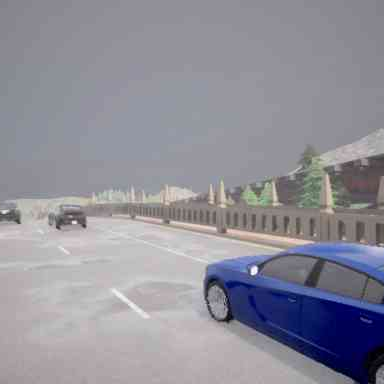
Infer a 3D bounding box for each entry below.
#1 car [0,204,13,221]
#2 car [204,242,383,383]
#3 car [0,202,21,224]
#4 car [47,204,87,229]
[{"bbox_3d":[-20.662,2.277,36.037,2.097,1.767,4.553,0,-5,-31],"label":"car"},{"bbox_3d":[2.050,1.479,4.818,1.882,1.535,5.008,0,0,-31],"label":"car"},{"bbox_3d":[-14.896,1.603,26.376,2.097,1.767,4.553,0,-2,-31],"label":"car"},{"bbox_3d":[-8.422,1.592,22.360,1.837,1.490,4.892,0,0,-31],"label":"car"}]
